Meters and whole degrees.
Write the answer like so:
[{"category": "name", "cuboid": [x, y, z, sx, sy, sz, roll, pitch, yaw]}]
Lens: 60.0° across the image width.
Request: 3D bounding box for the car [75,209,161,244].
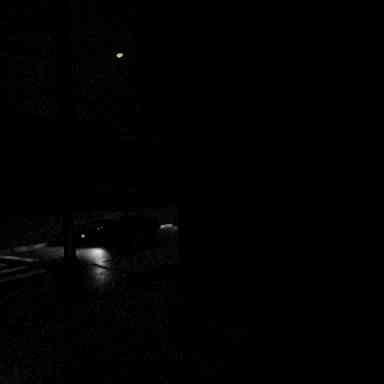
[{"category": "car", "cuboid": [-3.422, 1.576, 16.276, 1.812, 1.442, 4.674, -4, -1, 34]}]
